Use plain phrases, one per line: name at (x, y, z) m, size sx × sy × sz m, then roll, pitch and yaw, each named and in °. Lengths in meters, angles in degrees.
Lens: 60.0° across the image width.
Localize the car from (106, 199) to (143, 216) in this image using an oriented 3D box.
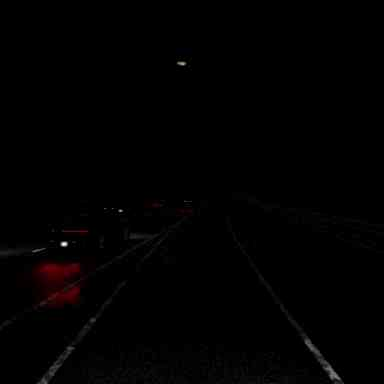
car at (-5.759, 1.536, 29.826) m, size 1.994 × 1.385 × 4.181 m, roll 0°, pitch 0°, yaw 6°

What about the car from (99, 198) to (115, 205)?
car at (-8.581, 1.460, 36.177) m, size 1.837 × 1.490 × 4.892 m, roll 0°, pitch 0°, yaw 6°

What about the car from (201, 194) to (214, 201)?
car at (4.084, 1.452, 87.133) m, size 1.882 × 1.535 × 5.008 m, roll 0°, pitch 0°, yaw 7°

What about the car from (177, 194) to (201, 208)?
car at (-0.311, 1.473, 47.345) m, size 2.128 × 1.511 × 4.902 m, roll 0°, pitch 0°, yaw 6°

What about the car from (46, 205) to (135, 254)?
car at (-4.022, 1.494, 13.561) m, size 1.837 × 1.490 × 4.892 m, roll 0°, pitch 0°, yaw 6°

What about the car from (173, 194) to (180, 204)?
car at (-2.267, 1.513, 61.625) m, size 2.033 × 1.411 × 5.357 m, roll 0°, pitch 0°, yaw 6°

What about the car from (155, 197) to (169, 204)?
car at (-5.636, 1.556, 63.019) m, size 1.895 × 1.301 × 4.718 m, roll 0°, pitch 0°, yaw 6°
